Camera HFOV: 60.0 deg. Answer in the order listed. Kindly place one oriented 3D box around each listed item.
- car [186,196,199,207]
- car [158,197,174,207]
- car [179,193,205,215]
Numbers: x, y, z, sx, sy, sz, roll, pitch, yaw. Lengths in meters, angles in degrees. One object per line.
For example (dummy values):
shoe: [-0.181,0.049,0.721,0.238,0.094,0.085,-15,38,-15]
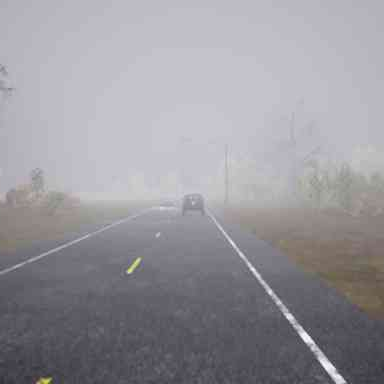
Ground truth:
car: [0.111,1.350,49.366,1.882,1.535,5.008,0,0,0]
car: [-3.567,1.445,46.964,1.994,1.385,4.181,0,0,0]
car: [0.110,1.152,32.865,2.150,2.045,5.566,0,1,0]
